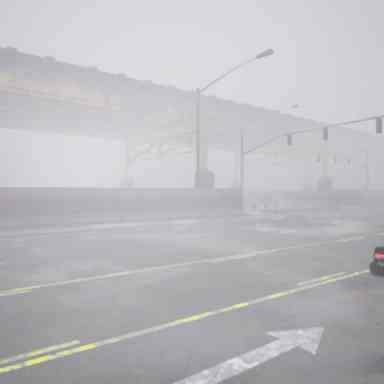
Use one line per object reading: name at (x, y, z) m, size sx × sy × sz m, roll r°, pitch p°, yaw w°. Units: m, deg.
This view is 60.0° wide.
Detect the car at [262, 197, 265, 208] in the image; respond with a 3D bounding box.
car at (5.961, 1.417, 40.599) m, size 4.974 × 1.542 × 2.038 m, roll 0°, pitch 0°, yaw 8°

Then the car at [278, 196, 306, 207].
car at (13.564, 1.247, 47.038) m, size 4.536 × 1.218 × 1.853 m, roll 0°, pitch 0°, yaw -7°

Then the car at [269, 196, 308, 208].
car at (13.615, 1.405, 47.045) m, size 4.974 × 1.542 × 2.038 m, roll 0°, pitch 0°, yaw -7°

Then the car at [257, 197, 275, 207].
car at (9.721, 1.254, 43.334) m, size 1.853 × 1.218 × 4.536 m, roll 0°, pitch 0°, yaw 18°

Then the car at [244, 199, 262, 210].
car at (5.910, 1.260, 40.606) m, size 4.536 × 1.218 × 1.853 m, roll 0°, pitch 0°, yaw 8°

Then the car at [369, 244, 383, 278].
car at (6.702, 1.535, 8.602) m, size 5.357 × 1.411 × 2.033 m, roll 0°, pitch 0°, yaw -35°

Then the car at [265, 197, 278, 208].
car at (9.706, 1.412, 43.284) m, size 2.038 × 1.542 × 4.974 m, roll 0°, pitch 0°, yaw 18°
